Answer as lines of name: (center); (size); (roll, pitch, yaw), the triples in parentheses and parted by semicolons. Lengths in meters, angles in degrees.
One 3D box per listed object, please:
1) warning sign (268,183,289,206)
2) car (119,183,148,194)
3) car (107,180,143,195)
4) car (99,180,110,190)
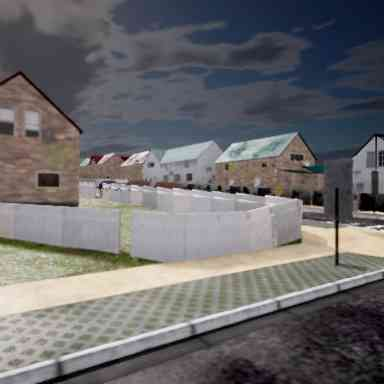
warning sign: (7.532, 0.206, 28.980); (1.300, 1.860, 1.060); (-3, 2, -35)
car: (-8.521, -0.554, 47.993); (2.033, 1.411, 5.357); (0, 2, -34)
car: (-8.783, -0.390, 43.313); (2.033, 1.411, 5.357); (0, 3, -34)
car: (-14.004, -1.205, 55.859); (2.097, 1.767, 4.553); (0, 3, -35)
